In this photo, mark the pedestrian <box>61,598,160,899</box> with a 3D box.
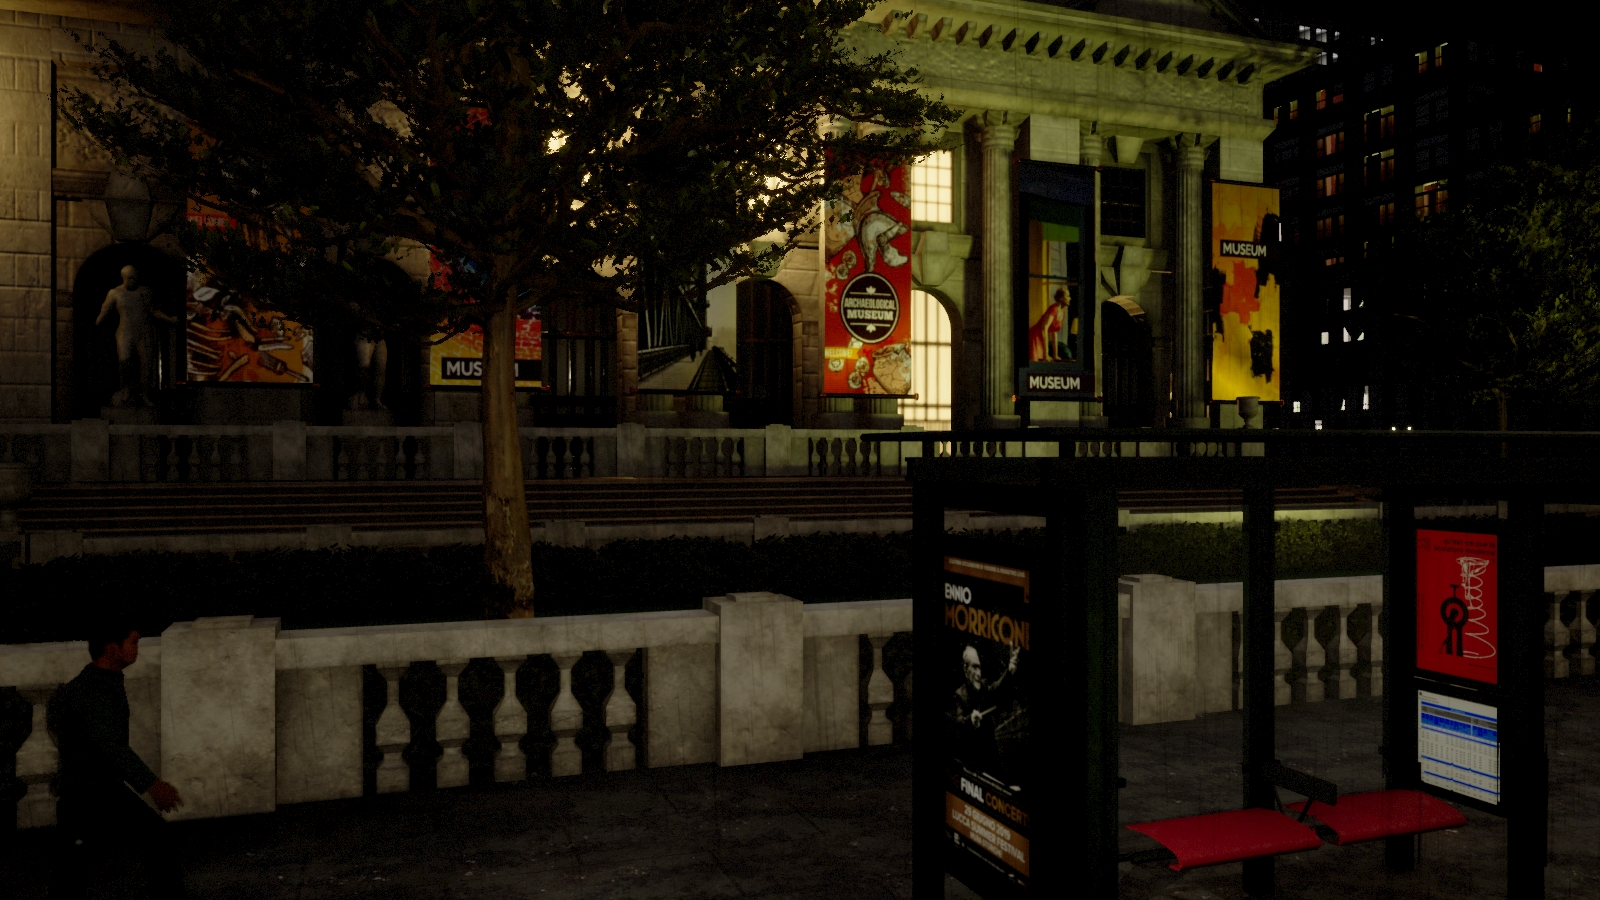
[{"bbox_3d":[-3.415,1.698,5.679,0.375,1.860,0.375,0,0,-24],"label":"pedestrian"}]
